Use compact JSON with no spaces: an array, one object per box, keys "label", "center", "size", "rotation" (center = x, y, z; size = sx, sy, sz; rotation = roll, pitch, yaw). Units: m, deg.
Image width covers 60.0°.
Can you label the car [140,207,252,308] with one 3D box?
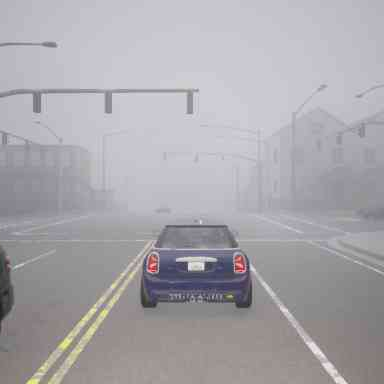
[{"label":"car","center":[0.091,1.352,8.092],"size":[2.097,1.767,4.553],"rotation":[0,0,0]}]

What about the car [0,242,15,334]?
[{"label":"car","center":[-3.615,1.221,2.515],"size":[2.150,2.045,5.566],"rotation":[0,0,0]}]

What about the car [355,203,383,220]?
[{"label":"car","center":[16.624,1.547,27.680],"size":[5.357,1.411,2.033],"rotation":[0,0,-1]}]

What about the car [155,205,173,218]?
[{"label":"car","center":[-3.564,2.570,42.575],"size":[1.895,1.301,4.718],"rotation":[0,-8,0]}]
